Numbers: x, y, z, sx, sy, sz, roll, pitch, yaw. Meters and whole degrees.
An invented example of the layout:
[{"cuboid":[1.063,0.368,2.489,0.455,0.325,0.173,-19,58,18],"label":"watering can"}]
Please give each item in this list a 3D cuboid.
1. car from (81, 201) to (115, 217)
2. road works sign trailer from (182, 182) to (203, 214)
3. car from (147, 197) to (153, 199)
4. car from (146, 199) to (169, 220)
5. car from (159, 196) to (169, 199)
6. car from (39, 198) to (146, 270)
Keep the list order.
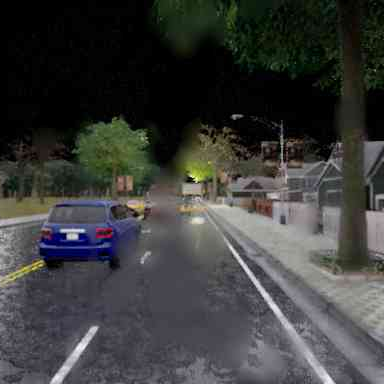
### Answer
[{"cuboid":[-9.843,1.753,35.254,2.033,1.411,5.357,0,0,0],"label":"car"},{"cuboid":[0.005,0.687,37.779,2.380,3.560,2.880,0,0,0],"label":"road works sign trailer"},{"cuboid":[-9.741,1.909,75.829,1.994,1.385,4.181,0,0,0],"label":"car"},{"cuboid":[-3.146,1.649,29.905,1.882,1.535,5.008,0,0,0],"label":"car"},{"cuboid":[-6.491,1.592,77.645,2.097,1.767,4.553,0,0,0],"label":"car"},{"cuboid":[-3.149,1.282,11.439,2.150,2.045,5.566,0,0,0],"label":"car"}]
